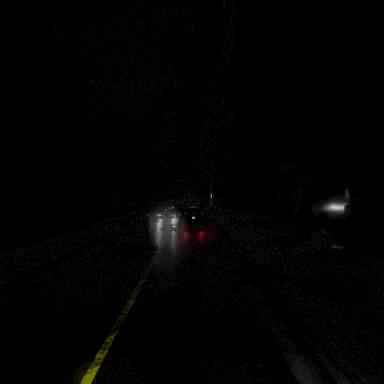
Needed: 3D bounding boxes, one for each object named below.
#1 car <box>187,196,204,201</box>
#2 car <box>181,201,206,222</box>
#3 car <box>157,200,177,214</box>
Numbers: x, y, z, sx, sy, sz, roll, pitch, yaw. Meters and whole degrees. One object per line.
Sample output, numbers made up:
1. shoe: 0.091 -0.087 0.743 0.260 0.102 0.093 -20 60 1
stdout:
1. car: 0.080 1.519 40.328 2.128 1.511 4.902 0 0 0
2. car: 0.091 1.609 26.572 1.895 1.301 4.718 0 0 -1
3. car: -2.594 1.545 35.330 1.812 1.442 4.674 0 0 0
